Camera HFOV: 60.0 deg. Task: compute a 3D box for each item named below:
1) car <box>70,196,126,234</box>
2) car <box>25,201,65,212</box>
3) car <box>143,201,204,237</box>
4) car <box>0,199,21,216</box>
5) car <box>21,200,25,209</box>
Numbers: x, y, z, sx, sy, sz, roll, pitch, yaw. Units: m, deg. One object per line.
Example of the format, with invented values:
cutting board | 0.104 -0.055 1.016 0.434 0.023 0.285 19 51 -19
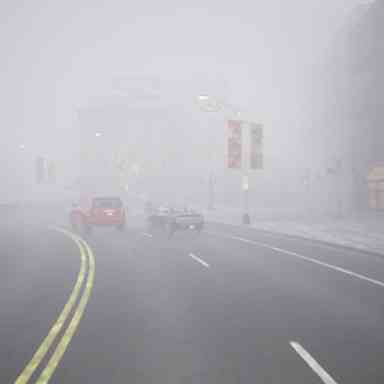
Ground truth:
car | -5.706 1.253 19.795 2.150 2.045 5.566 0 0 -31
car | -17.552 1.703 40.037 4.718 1.301 1.895 0 0 34
car | -1.056 1.488 18.315 2.128 1.511 4.902 0 0 -26
car | -19.713 1.606 33.425 5.008 1.535 1.882 0 0 33
car | -22.694 1.666 42.568 4.674 1.452 2.002 0 0 24
